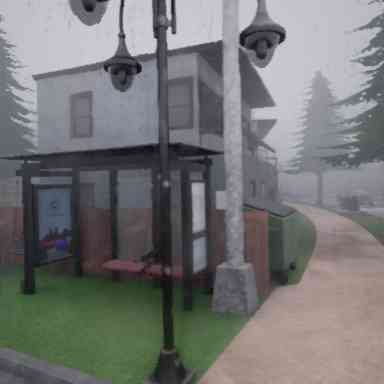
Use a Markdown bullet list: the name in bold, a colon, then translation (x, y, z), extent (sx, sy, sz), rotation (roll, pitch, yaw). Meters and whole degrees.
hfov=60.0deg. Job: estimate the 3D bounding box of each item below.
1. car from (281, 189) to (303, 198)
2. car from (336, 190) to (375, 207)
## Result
- **car**: translation (15.349, 0.182, 51.807), extent (1.994, 1.385, 4.181), rotation (-2, 1, -18)
- **car**: translation (14.858, 0.558, 30.474), extent (1.837, 1.490, 4.892), rotation (-1, 1, 3)
